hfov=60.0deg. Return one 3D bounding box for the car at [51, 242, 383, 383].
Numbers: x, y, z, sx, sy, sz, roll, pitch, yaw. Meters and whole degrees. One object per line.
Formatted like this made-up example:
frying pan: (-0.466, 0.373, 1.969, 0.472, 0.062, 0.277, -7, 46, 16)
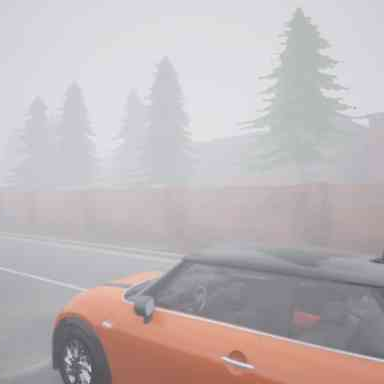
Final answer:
car: (0.477, 1.364, 3.647, 4.553, 1.767, 2.097, -1, 0, 36)
